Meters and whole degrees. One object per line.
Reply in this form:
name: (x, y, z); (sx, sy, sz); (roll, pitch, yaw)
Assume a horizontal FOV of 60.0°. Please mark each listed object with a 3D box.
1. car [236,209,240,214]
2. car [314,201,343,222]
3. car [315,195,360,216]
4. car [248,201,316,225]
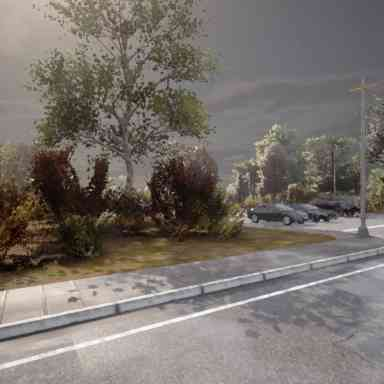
car: (2.361, 1.468, 34.888); (2.150, 2.045, 5.566); (0, -1, -43)
car: (8.988, 1.640, 27.145); (2.033, 1.411, 5.357); (0, -1, -39)
car: (13.528, 1.331, 32.681); (2.150, 2.045, 5.566); (0, -1, -36)
car: (6.328, 1.596, 24.820); (1.837, 1.490, 4.892); (0, -1, -39)
